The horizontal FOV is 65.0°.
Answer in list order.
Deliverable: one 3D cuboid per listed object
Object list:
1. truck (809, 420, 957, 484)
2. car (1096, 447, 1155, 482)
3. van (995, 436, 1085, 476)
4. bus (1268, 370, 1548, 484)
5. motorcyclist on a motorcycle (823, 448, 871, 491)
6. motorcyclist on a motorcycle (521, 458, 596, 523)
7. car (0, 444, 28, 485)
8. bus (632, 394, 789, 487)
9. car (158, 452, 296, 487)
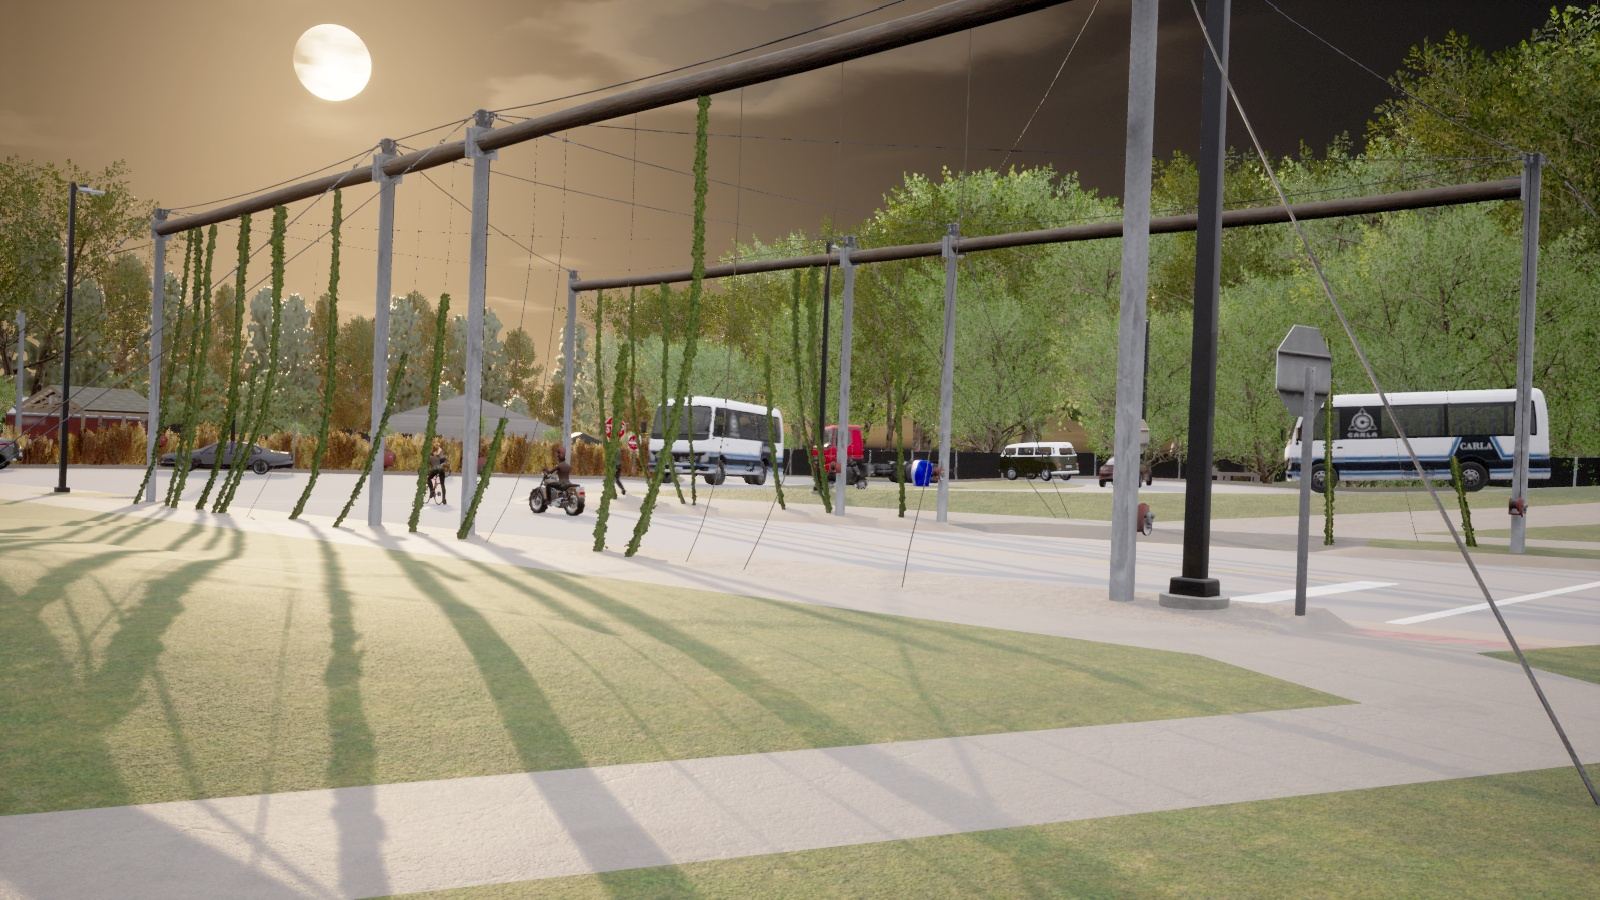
[{"bbox_3d":[4.793,0.122,72.587,7.936,3.462,2.891,-1,-1,-19],"label":"truck"},{"bbox_3d":[14.995,0.636,57.642,1.812,1.442,4.674,-1,0,24],"label":"car"},{"bbox_3d":[12.773,0.332,67.074,2.069,2.038,4.480,-2,1,-36],"label":"van"},{"bbox_3d":[25.671,-0.864,53.714,10.273,4.253,3.944,-2,-1,23],"label":"bus"},{"bbox_3d":[1.877,0.786,50.045,1.817,1.590,0.866,-2,-3,7],"label":"motorcyclist on a motorcycle"},{"bbox_3d":[-6.377,1.053,33.081,2.350,1.649,0.766,-1,-1,45],"label":"motorcyclist on a motorcycle"},{"bbox_3d":[-34.776,0.613,51.455,5.027,1.651,2.152,-1,1,-20],"label":"car"},{"bbox_3d":[-4.204,-0.300,62.572,3.944,4.253,10.273,0,-1,20],"label":"bus"},{"bbox_3d":[-24.986,0.854,55.005,5.357,1.411,2.033,1,1,-20],"label":"car"}]
